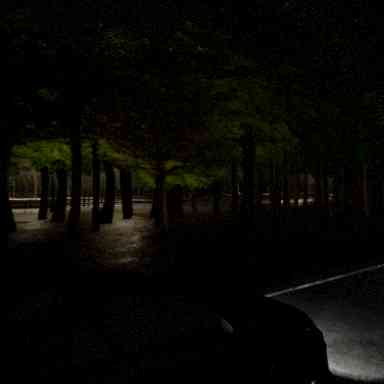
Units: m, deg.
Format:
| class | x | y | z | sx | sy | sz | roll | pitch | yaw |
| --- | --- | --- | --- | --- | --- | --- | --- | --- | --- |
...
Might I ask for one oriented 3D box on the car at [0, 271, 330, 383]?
| class | x | y | z | sx | sy | sz | roll | pitch | yaw |
| --- | --- | --- | --- | --- | --- | --- | --- | --- | --- |
| car | -0.493 | 1.564 | 3.395 | 4.181 | 1.385 | 1.994 | 0 | 0 | -35 |
